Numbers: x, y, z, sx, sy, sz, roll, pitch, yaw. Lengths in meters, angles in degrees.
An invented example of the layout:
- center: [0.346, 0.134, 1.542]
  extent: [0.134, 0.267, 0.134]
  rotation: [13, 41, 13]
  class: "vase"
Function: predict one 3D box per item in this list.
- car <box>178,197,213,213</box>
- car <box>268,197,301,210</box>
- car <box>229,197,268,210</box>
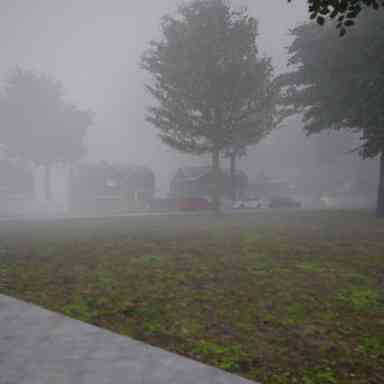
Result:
- center: [0.899, 1.727, 44.305]
  extent: [5.566, 2.045, 2.150]
  rotation: [0, 0, -27]
  class: "car"
- center: [14.221, 1.739, 51.200]
  extent: [5.566, 2.045, 2.150]
  rotation: [0, 0, -27]
  class: "car"
- center: [8.463, 1.783, 51.316]
  extent: [5.566, 2.045, 2.150]
  rotation: [0, 0, -27]
  class: "car"
